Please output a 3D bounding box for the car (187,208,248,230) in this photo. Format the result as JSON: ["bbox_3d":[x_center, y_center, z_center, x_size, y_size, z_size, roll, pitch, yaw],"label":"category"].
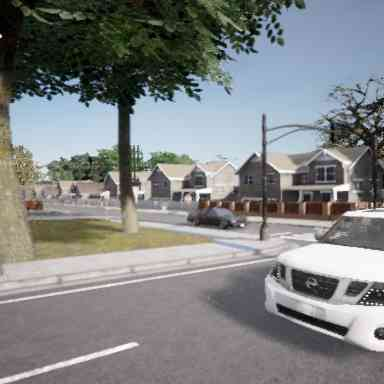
[{"bbox_3d":[1.801,1.914,24.863,2.033,1.411,5.357,0,0,-39],"label":"car"}]

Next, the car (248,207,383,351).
[{"bbox_3d":[3.883,1.335,6.330,5.566,2.045,2.150,1,0,-35],"label":"car"}]
